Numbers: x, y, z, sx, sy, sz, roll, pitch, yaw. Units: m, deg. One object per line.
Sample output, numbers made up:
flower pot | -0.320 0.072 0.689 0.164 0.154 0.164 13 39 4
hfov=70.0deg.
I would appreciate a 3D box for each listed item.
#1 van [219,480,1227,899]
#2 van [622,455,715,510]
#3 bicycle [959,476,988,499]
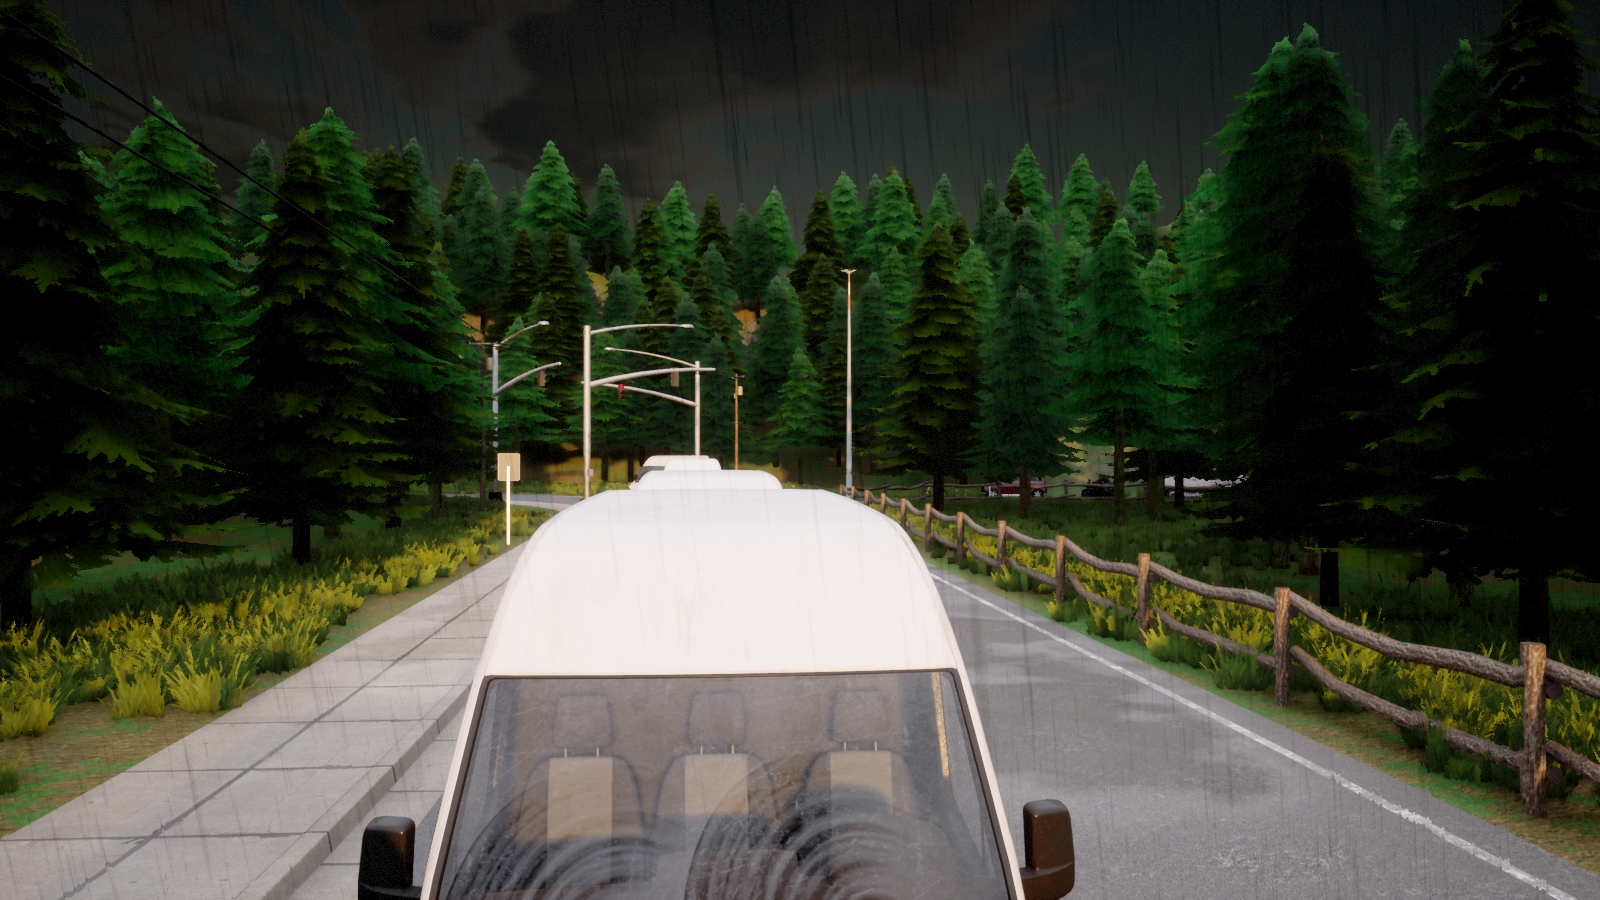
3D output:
van | -0.357 1.499 5.207 1.988 2.561 5.915 0 0 -5
van | -6.344 1.515 56.009 1.988 2.561 5.915 0 0 22
bicycle | 9.912 2.158 65.252 1.487 1.276 0.859 0 0 -6
